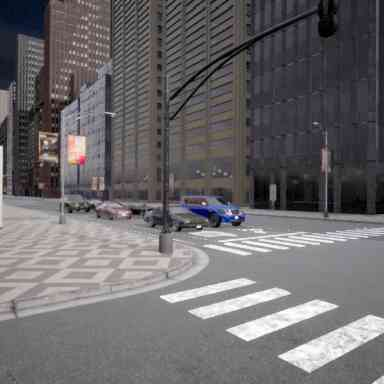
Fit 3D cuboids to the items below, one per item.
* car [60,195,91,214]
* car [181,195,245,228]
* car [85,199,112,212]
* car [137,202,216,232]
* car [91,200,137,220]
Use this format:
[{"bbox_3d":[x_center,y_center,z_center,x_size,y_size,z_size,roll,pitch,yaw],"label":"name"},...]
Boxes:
[{"bbox_3d":[-13.460,1.327,38.033,2.150,2.045,5.566,1,-1,-36],"label":"car"},{"bbox_3d":[1.175,1.269,23.126,2.150,2.045,5.566,1,-1,-36],"label":"car"},{"bbox_3d":[-11.564,1.660,40.970,1.812,1.442,4.674,1,0,-35],"label":"car"},{"bbox_3d":[-1.153,1.569,20.803,2.033,1.411,5.357,1,-1,-35],"label":"car"},{"bbox_3d":[-6.851,1.586,28.769,1.812,1.442,4.674,1,-1,-36],"label":"car"}]
